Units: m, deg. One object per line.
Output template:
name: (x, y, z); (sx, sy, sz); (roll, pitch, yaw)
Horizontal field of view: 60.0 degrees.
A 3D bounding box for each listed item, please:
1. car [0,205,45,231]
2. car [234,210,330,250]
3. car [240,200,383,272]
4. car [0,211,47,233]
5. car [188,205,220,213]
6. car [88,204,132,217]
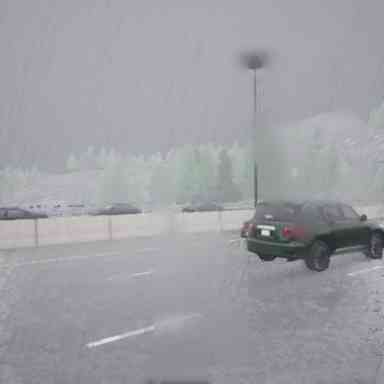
car: (-12.066, 1.648, 21.201); (4.674, 1.442, 1.812); (0, 0, -36)
car: (4.299, 1.633, 15.575); (4.674, 1.442, 1.812); (1, -1, -36)
car: (4.302, 1.292, 11.244); (5.566, 2.045, 2.150); (0, -1, -36)
car: (-10.473, 1.582, 18.031); (5.008, 1.535, 1.882); (0, 0, -36)
car: (1.444, 1.882, 39.736); (5.357, 1.411, 2.033); (1, -1, -36)
car: (-6.780, 1.712, 29.384); (4.674, 1.442, 1.812); (1, -1, -36)
